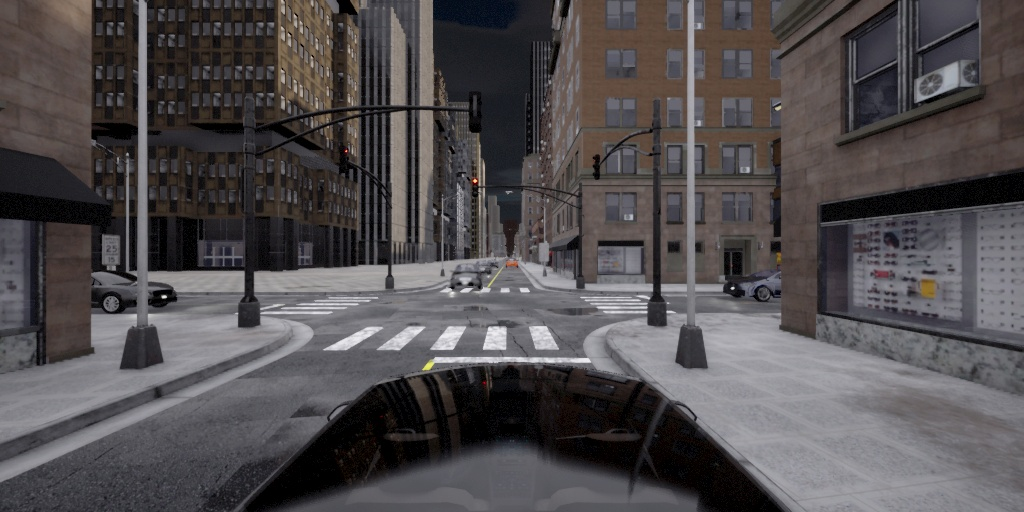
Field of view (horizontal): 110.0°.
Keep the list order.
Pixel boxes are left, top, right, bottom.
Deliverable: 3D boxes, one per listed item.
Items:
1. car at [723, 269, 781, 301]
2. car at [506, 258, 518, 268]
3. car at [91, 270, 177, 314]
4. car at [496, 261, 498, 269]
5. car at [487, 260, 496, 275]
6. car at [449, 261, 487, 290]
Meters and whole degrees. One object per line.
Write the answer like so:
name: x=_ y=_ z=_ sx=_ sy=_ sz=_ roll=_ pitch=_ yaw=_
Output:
car: x=12.220 y=1.313 z=16.648 sx=4.181 sy=1.385 sz=1.994 roll=0 pitch=0 yaw=-1
car: x=-0.025 y=1.101 z=61.640 sx=2.097 sy=1.767 sz=4.553 roll=0 pitch=0 yaw=0
car: x=-15.259 y=1.259 z=13.210 sx=4.892 sy=1.490 sz=1.837 roll=0 pitch=0 yaw=-1
car: x=-3.164 y=1.296 z=57.772 sx=2.033 sy=1.411 sz=5.357 roll=0 pitch=0 yaw=0
car: x=-3.173 y=1.241 z=38.601 sx=2.128 sy=1.511 sz=4.902 roll=0 pitch=0 yaw=0
car: x=-2.824 y=1.242 z=22.564 sx=2.128 sy=1.511 sz=4.902 roll=0 pitch=0 yaw=-5
